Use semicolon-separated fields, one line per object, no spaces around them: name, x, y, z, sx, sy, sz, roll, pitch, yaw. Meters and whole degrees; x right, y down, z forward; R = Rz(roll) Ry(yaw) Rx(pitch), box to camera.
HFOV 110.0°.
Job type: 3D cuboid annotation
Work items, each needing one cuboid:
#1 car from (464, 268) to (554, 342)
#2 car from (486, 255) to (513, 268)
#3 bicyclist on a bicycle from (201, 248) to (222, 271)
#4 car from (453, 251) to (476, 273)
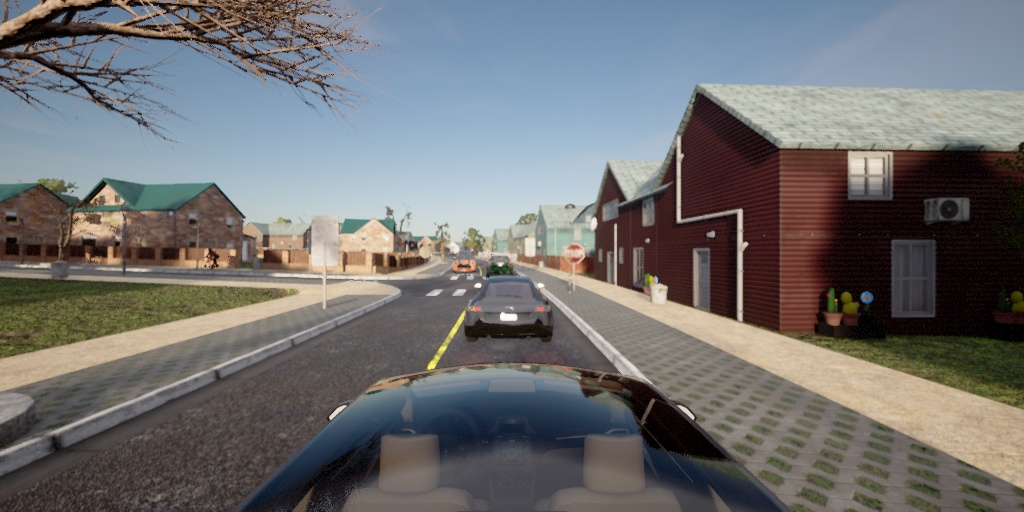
car;-0.065;1.199;9.383;1.994;1.385;4.181;0;1;0
car;-1.070;0.689;29.308;2.097;1.767;4.553;0;1;-4
bicyclist on a bicycle;-22.073;0.256;26.360;0.582;1.620;1.656;1;1;8
car;-4.463;0.615;34.012;2.097;1.767;4.553;0;1;-6
